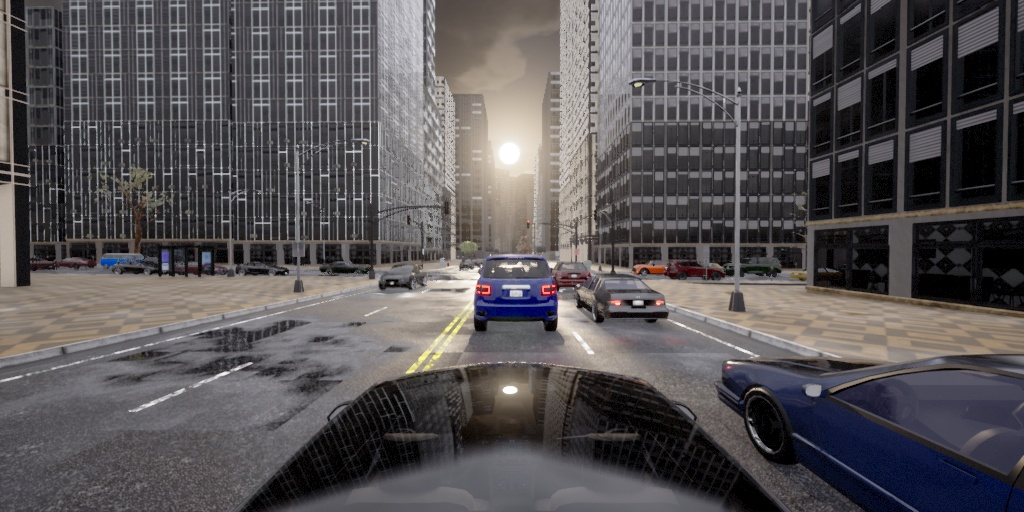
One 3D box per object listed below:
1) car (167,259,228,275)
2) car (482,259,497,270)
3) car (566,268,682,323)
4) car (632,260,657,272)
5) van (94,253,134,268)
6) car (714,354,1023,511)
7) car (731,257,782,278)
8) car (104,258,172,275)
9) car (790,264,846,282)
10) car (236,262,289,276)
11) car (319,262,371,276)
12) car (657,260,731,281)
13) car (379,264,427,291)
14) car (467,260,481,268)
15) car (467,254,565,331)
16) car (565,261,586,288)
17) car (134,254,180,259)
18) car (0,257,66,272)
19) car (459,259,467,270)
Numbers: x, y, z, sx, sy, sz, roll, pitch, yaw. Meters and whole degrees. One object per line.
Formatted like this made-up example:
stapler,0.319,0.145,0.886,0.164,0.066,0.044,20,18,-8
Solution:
car,-28.406,1.135,32.784,4.207,1.307,1.802,0,0,1
car,-3.319,1.187,53.411,1.882,1.535,5.008,0,0,0
car,3.354,1.292,12.054,2.033,1.411,5.357,0,0,0
car,15.048,1.199,37.882,4.553,1.767,2.097,0,1,0
van,-45.275,0.601,41.624,3.998,1.789,1.690,0,0,1
car,3.351,1.297,1.874,2.033,1.411,5.357,0,0,1
car,25.149,1.158,37.726,5.566,2.045,2.150,1,1,1
car,-34.087,1.066,32.959,4.313,1.339,1.948,0,0,1
car,27.651,1.575,31.908,4.829,1.417,1.751,0,0,1
car,-22.722,1.170,32.649,4.313,1.339,1.948,0,0,1
car,-16.072,1.224,35.052,4.718,1.301,1.895,1,1,5
car,16.203,1.266,32.108,5.009,1.841,2.192,0,0,1
car,-6.545,1.242,21.971,1.837,1.490,4.892,0,0,0
car,-6.551,1.298,62.824,1.895,1.301,4.718,0,0,0
car,0.100,0.967,11.051,2.150,2.045,5.566,0,0,0
car,3.355,1.090,21.461,2.097,1.767,4.553,0,0,0
car,-34.024,0.809,35.596,4.553,1.767,2.097,1,1,1
car,-48.612,0.801,35.937,5.008,1.535,1.882,0,1,2
car,-6.585,1.215,52.521,1.837,1.490,4.892,0,0,-1
